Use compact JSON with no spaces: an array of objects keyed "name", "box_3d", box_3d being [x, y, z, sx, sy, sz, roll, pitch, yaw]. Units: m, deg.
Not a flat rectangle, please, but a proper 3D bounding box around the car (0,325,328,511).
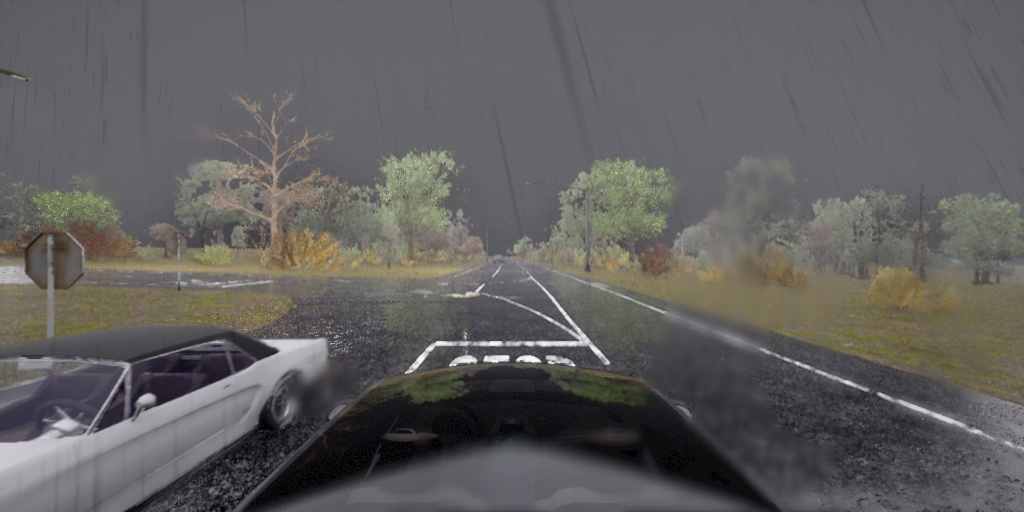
[{"name":"car","box_3d":[-3.498,1.355,2.770,1.895,1.301,4.718,0,0,0]}]
